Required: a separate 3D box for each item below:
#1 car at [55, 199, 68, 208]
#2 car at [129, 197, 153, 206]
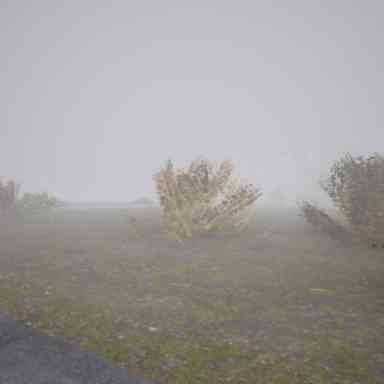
[{"bbox_3d":[-19.509,1.524,44.852,2.033,1.411,5.357,-1,-1,36],"label":"car"},{"bbox_3d":[-9.122,1.678,59.234,1.837,1.490,4.892,-1,-2,36],"label":"car"}]
